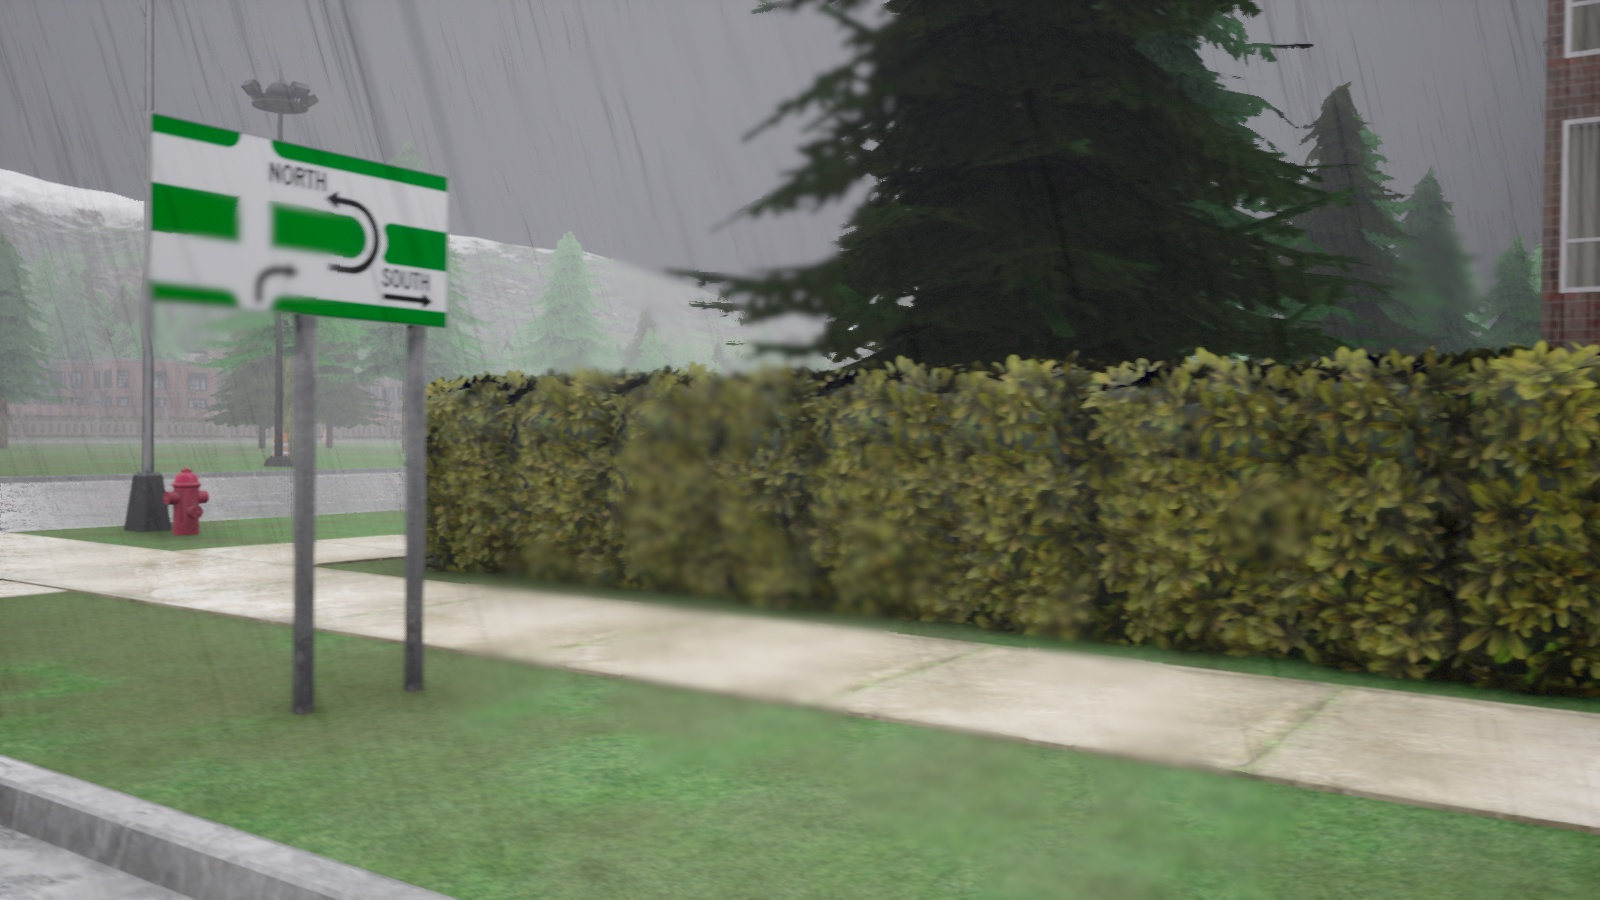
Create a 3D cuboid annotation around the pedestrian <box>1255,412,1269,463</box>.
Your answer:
[{"bbox_3d":[16.660,-0.448,45.292,0.345,1.836,0.594,0,1,36],"label":"pedestrian"}]
